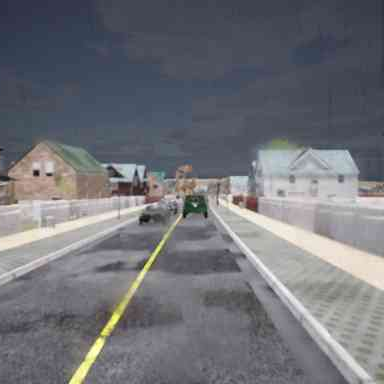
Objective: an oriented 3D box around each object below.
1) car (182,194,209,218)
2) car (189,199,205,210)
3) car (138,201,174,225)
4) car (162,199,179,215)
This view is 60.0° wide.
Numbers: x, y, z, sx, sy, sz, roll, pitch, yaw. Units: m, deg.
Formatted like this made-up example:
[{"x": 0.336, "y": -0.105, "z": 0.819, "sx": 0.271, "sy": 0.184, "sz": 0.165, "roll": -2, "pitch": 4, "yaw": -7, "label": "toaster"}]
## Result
[{"x": 0.319, "y": 1.196, "z": 29.895, "sx": 2.150, "sy": 2.045, "sz": 5.566, "roll": 0, "pitch": 0, "yaw": 1, "label": "car"}, {"x": 0.713, "y": 1.589, "z": 44.045, "sx": 1.895, "sy": 1.301, "sz": 4.718, "roll": 0, "pitch": 0, "yaw": 2, "label": "car"}, {"x": -2.550, "y": 1.574, "z": 23.626, "sx": 1.895, "sy": 1.301, "sz": 4.718, "roll": 0, "pitch": 0, "yaw": 1, "label": "car"}, {"x": -2.352, "y": 1.466, "z": 33.848, "sx": 2.128, "sy": 1.511, "sz": 4.902, "roll": 0, "pitch": 0, "yaw": 1, "label": "car"}]
